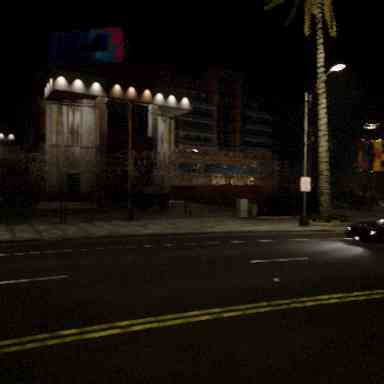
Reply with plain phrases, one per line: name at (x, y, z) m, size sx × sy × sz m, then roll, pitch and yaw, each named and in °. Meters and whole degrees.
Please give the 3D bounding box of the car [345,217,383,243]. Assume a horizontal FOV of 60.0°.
car at (9.145, 1.445, 13.492) m, size 5.357 × 1.411 × 2.033 m, roll 0°, pitch 1°, yaw -8°
